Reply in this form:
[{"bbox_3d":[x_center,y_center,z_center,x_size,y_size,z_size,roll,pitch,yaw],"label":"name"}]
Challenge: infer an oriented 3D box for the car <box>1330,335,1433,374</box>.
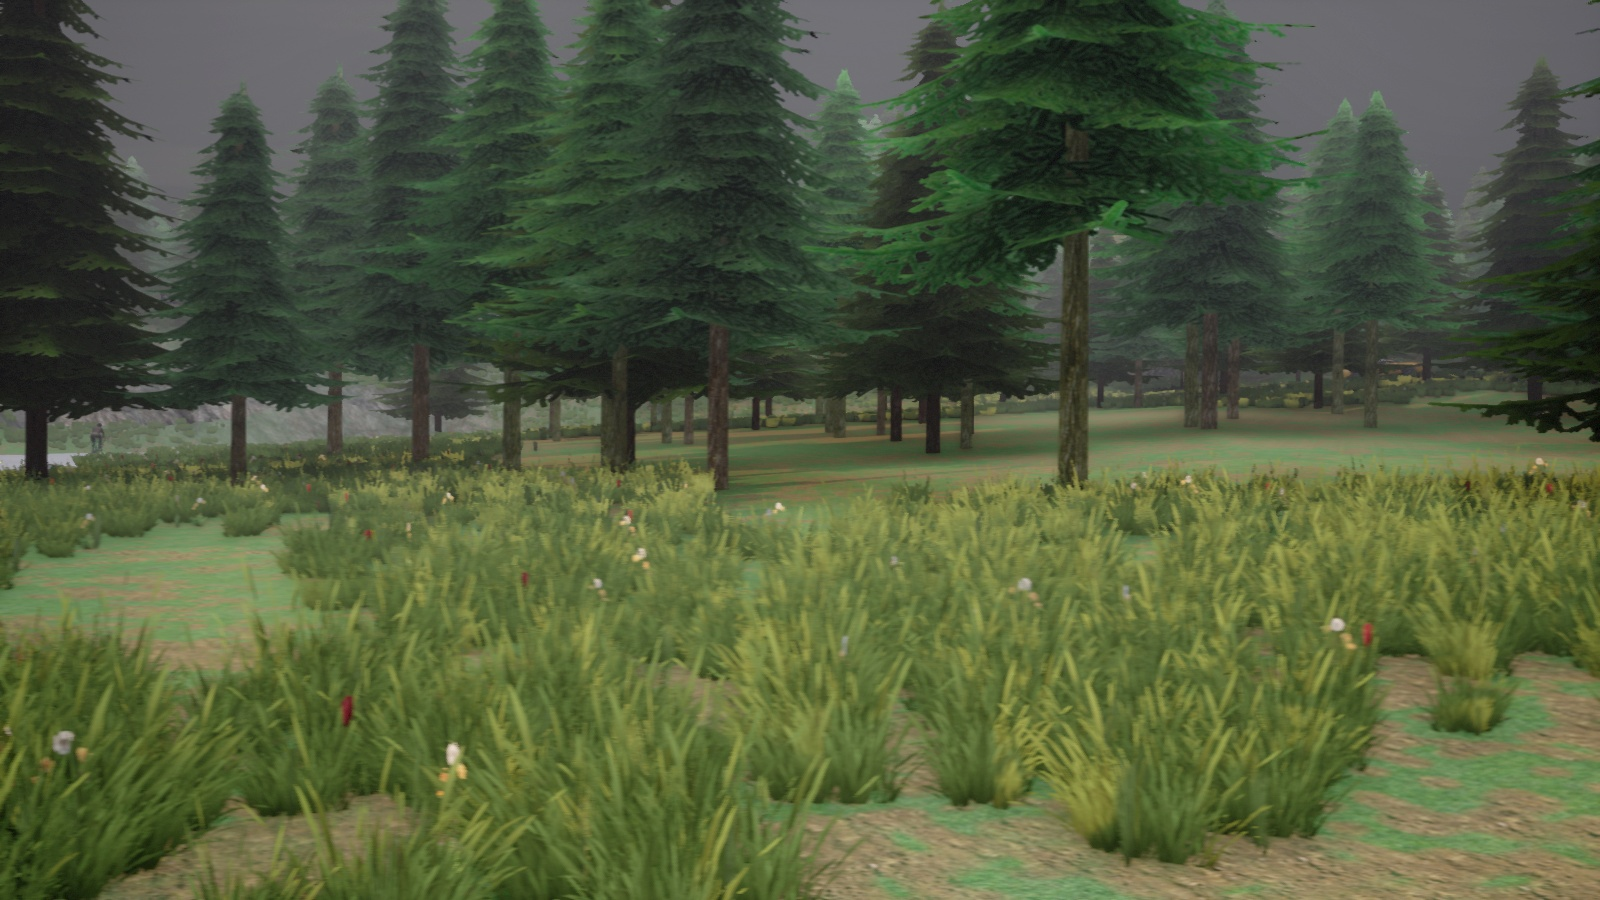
[{"bbox_3d":[35.616,-5.823,76.980,5.366,1.575,1.801,-6,-3,36],"label":"car"}]
